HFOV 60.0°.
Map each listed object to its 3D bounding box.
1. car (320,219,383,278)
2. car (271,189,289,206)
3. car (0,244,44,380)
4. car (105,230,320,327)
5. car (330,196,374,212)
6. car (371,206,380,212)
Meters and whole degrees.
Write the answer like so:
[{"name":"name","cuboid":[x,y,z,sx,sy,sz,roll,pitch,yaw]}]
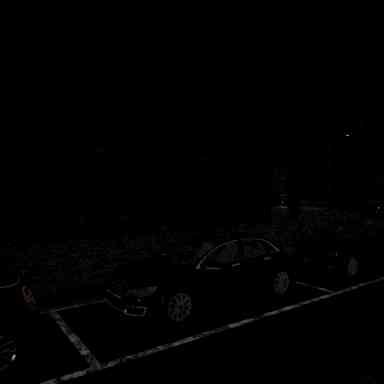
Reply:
[{"name":"car","cuboid":[4.852,1.545,10.120,4.507,1.381,1.887,0,0,-36]},{"name":"car","cuboid":[9.891,0.698,41.527,2.150,2.045,5.566,0,1,-35]},{"name":"car","cuboid":[-4.029,1.440,3.776,4.097,1.590,1.967,0,0,-36]},{"name":"car","cuboid":[0.412,1.551,6.948,4.403,1.369,2.008,0,0,-36]},{"name":"car","cuboid":[15.992,1.172,33.015,2.128,1.511,4.902,0,1,-36]},{"name":"car","cuboid":[9.293,1.441,13.292,4.097,1.590,1.967,0,0,-36]}]
